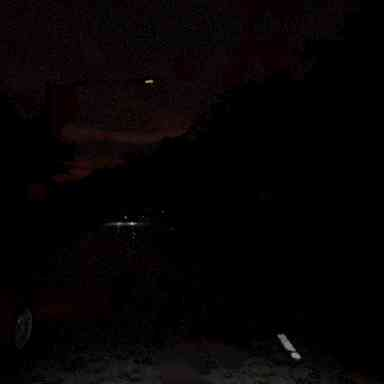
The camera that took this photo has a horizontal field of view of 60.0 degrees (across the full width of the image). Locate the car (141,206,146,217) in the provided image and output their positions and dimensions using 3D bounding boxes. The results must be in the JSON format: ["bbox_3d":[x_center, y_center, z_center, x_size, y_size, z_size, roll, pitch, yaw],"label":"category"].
[{"bbox_3d":[-5.313,2.406,42.271,1.994,1.385,4.181,0,-2,-14],"label":"car"}]

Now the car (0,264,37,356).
[{"bbox_3d":[-3.249,1.548,3.425,1.812,1.442,4.674,0,0,-2],"label":"car"}]

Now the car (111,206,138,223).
[{"bbox_3d":[-5.848,1.963,29.561,1.994,1.385,4.181,0,-1,-10],"label":"car"}]

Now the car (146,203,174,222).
[{"bbox_3d":[-2.936,1.802,31.371,2.097,1.767,4.553,0,-2,-10],"label":"car"}]

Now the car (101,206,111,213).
[{"bbox_3d":[-17.753,3.639,69.191,2.128,1.511,4.902,0,-3,-23],"label":"car"}]
